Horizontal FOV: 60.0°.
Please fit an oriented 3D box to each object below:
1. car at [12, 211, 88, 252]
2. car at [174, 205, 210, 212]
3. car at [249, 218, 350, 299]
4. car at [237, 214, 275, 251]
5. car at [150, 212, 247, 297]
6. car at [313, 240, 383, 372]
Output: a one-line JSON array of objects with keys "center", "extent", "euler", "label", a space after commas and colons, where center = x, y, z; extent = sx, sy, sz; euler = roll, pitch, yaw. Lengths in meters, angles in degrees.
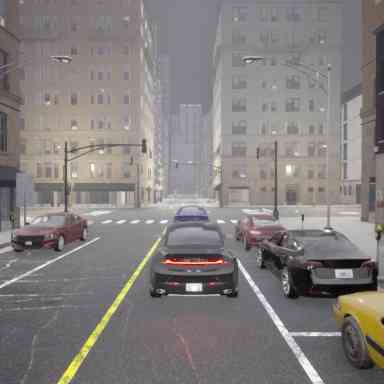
[{"center": [-5.716, 1.541, 13.867], "extent": [1.887, 1.381, 4.507], "euler": [-1, 0, 0], "label": "car"}, {"center": [-0.012, 1.473, 18.483], "extent": [1.882, 1.535, 5.008], "euler": [0, 0, 0], "label": "car"}, {"center": [2.843, 1.564, 8.305], "extent": [1.947, 1.339, 4.313], "euler": [-1, 0, 0], "label": "car"}, {"center": [2.829, 1.578, 13.890], "extent": [1.802, 1.307, 4.206], "euler": [-1, 0, 0], "label": "car"}, {"center": [0.046, 1.503, 8.533], "extent": [1.837, 1.490, 4.892], "euler": [0, 0, 0], "label": "car"}, {"center": [2.855, 1.525, 2.888], "extent": [1.752, 1.417, 4.829], "euler": [-1, 0, 0], "label": "car"}]
